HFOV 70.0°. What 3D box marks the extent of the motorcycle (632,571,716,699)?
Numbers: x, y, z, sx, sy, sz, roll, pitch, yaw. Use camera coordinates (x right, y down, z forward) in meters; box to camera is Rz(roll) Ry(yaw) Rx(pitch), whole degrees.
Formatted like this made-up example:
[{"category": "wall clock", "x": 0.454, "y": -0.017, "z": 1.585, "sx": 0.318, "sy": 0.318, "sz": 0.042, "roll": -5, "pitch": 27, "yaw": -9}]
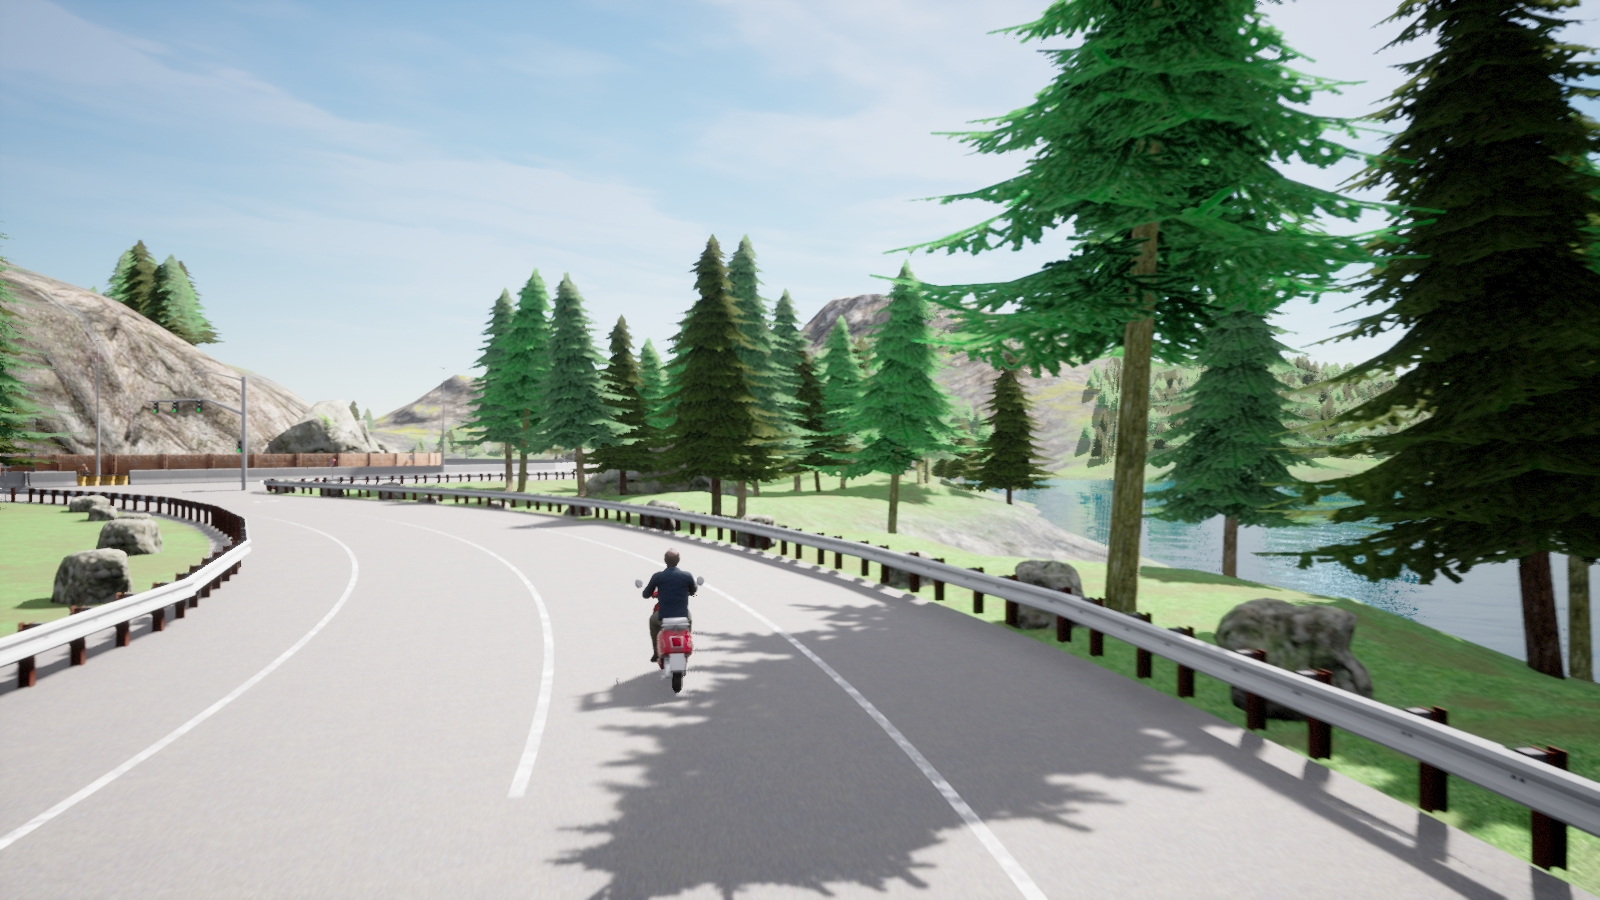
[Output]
[{"category": "motorcycle", "x": -1.553, "y": 2.183, "z": 13.823, "sx": 0.856, "sy": 1.236, "sz": 1.805, "roll": -1, "pitch": 0, "yaw": -11}]
